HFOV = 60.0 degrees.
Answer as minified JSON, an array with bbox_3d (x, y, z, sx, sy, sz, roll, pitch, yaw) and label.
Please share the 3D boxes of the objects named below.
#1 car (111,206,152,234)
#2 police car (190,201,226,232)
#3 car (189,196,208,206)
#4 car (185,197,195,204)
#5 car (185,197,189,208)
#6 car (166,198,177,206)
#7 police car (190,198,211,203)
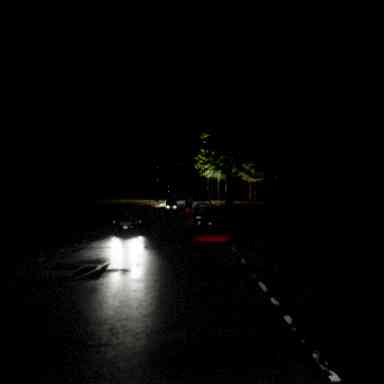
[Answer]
[{"bbox_3d":[-3.610,1.670,20.493,2.128,1.511,4.902,0,0,0],"label":"car"},{"bbox_3d":[1.040,1.611,21.566,1.930,1.638,5.238,0,0,0],"label":"police car"},{"bbox_3d":[0.982,1.506,37.495,2.150,2.045,5.566,0,0,0],"label":"car"},{"bbox_3d":[-0.417,1.831,72.571,2.033,1.411,5.357,0,0,-1],"label":"car"},{"bbox_3d":[-0.210,1.841,55.582,2.128,1.511,4.902,0,0,-1],"label":"car"},{"bbox_3d":[-3.805,1.919,62.341,2.033,1.411,5.357,0,0,0],"label":"car"},{"bbox_3d":[1.011,1.676,31.572,1.930,1.638,5.238,0,0,0],"label":"police car"}]
